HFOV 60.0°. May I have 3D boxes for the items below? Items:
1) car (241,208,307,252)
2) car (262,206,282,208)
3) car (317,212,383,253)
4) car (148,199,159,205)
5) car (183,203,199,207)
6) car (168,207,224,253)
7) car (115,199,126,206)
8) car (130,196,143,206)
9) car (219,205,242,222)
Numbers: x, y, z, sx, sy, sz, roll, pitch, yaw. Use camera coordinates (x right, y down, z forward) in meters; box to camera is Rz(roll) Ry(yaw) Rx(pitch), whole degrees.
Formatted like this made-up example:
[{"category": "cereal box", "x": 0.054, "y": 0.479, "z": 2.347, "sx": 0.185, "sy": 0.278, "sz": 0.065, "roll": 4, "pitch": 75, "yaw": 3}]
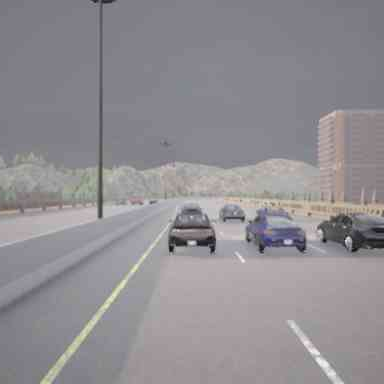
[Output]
[{"category": "car", "x": 3.504, "y": 1.658, "z": 14.384, "sx": 1.812, "sy": 1.442, "sz": 4.674, "roll": 0, "pitch": 0, "yaw": 0}, {"category": "car", "x": 6.939, "y": 1.869, "z": 29.280, "sx": 1.895, "sy": 1.301, "sz": 4.718, "roll": 0, "pitch": 0, "yaw": -1}, {"category": "car", "x": 7.003, "y": 1.639, "z": 14.293, "sx": 1.837, "sy": 1.490, "sz": 4.892, "roll": 0, "pitch": 0, "yaw": 0}, {"category": "car", "x": -8.228, "y": 2.244, "z": 71.109, "sx": 1.895, "sy": 1.301, "sz": 4.718, "roll": 0, "pitch": -1, "yaw": -2}, {"category": "car", "x": -0.063, "y": 1.776, "z": 29.376, "sx": 1.837, "sy": 1.490, "sz": 4.892, "roll": 0, "pitch": 0, "yaw": -1}, {"category": "car", "x": 0.003, "y": 1.624, "z": 14.282, "sx": 2.128, "sy": 1.511, "sz": 4.902, "roll": 0, "pitch": 0, "yaw": 0}, {"category": "car", "x": -15.226, "y": 2.172, "z": 70.937, "sx": 2.128, "sy": 1.511, "sz": 4.902, "roll": 0, "pitch": -1, "yaw": -2}, {"category": "car", "x": -11.727, "y": 1.873, "z": 71.011, "sx": 2.150, "sy": 2.045, "sz": 5.566, "roll": 0, "pitch": -1, "yaw": -2}, {"category": "car", "x": 3.441, "y": 1.814, "z": 29.111, "sx": 2.033, "sy": 1.411, "sz": 5.357, "roll": 0, "pitch": 0, "yaw": -1}]
